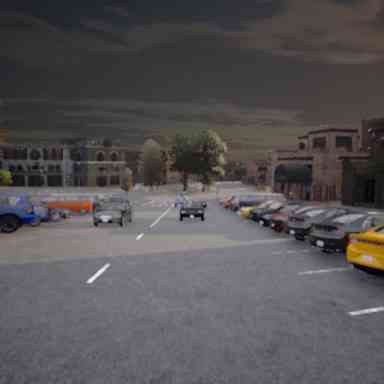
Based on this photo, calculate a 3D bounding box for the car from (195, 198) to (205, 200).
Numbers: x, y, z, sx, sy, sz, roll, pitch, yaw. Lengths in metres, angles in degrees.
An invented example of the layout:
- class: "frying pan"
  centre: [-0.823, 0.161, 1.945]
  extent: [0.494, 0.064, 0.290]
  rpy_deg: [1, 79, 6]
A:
- class: "car"
  centre: [0.927, 1.441, 42.417]
  extent: [1.895, 1.301, 4.718]
  rpy_deg: [0, 0, 1]

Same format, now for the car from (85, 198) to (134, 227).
- class: "car"
  centre: [-5.117, 1.403, 22.115]
  extent: [2.128, 1.511, 4.902]
  rpy_deg: [0, 0, 0]

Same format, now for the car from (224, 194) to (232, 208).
- class: "car"
  centre: [6.190, 1.205, 35.005]
  extent: [4.553, 1.767, 2.185]
  rpy_deg: [1, 0, -21]

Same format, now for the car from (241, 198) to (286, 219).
- class: "car"
  centre: [6.331, 1.371, 23.247]
  extent: [5.008, 1.535, 2.097]
  rpy_deg: [1, 0, -20]

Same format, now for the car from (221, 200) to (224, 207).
- class: "car"
  centre: [6.213, 1.351, 37.975]
  extent: [4.792, 1.488, 2.163]
  rpy_deg: [1, 0, -21]

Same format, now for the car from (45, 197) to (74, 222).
- class: "car"
  centre: [-11.329, 1.410, 24.037]
  extent: [4.892, 1.521, 2.231]
  rpy_deg: [-1, 0, -19]

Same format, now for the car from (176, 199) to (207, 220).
- class: "car"
  centre: [0.018, 1.494, 26.627]
  extent: [1.895, 1.301, 4.718]
  rpy_deg: [0, 0, 1]

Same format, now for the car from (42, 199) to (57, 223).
- class: "car"
  centre: [-11.387, 1.448, 21.017]
  extent: [4.792, 1.488, 2.163]
  rpy_deg: [-1, 0, -19]

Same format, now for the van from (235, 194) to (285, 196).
- class: "van"
  centre: [6.389, 1.127, 29.161]
  extent: [4.442, 1.987, 1.878]
  rpy_deg: [1, 0, -20]

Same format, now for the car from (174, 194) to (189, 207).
- class: "car"
  centre: [-1.613, 1.371, 48.450]
  extent: [2.033, 1.411, 5.357]
  rpy_deg: [0, 0, -1]

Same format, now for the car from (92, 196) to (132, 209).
- class: "car"
  centre: [-10.870, 1.345, 45.044]
  extent: [5.008, 1.535, 2.097]
  rpy_deg: [-1, 0, -19]

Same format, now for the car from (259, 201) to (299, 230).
- class: "car"
  centre: [6.368, 1.391, 17.374]
  extent: [5.008, 1.535, 2.097]
  rpy_deg: [1, 0, -20]

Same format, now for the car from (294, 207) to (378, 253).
- class: "car"
  centre: [6.380, 1.412, 11.507]
  extent: [4.892, 1.521, 2.231]
  rpy_deg: [1, 0, -20]

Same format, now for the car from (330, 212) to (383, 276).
- class: "car"
  centre: [6.393, 1.421, 8.570]
  extent: [5.008, 1.535, 2.097]
  rpy_deg: [1, 0, -20]

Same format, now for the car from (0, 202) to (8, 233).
- class: "car"
  centre: [-11.413, 1.438, 14.998]
  extent: [4.892, 1.521, 2.231]
  rpy_deg: [-1, 0, -20]

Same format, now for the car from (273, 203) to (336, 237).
- class: "car"
  centre: [6.371, 1.402, 14.440]
  extent: [4.892, 1.521, 2.231]
  rpy_deg: [1, 0, -20]

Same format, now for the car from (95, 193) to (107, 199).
- class: "car"
  centre: [-11.117, 1.256, 33.056]
  extent: [4.553, 1.767, 2.185]
  rpy_deg: [-1, 0, -19]

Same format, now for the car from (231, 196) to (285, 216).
- class: "car"
  centre: [6.126, 1.356, 26.118]
  extent: [5.366, 1.575, 1.946]
  rpy_deg: [1, 0, -20]

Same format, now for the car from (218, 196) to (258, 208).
- class: "car"
  centre: [6.092, 1.330, 43.850]
  extent: [4.792, 1.488, 2.163]
  rpy_deg: [1, 0, -21]

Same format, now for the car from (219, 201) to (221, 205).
- class: "car"
  centre: [6.125, 1.185, 40.905]
  extent: [4.553, 1.767, 2.185]
  rpy_deg: [1, 0, -21]

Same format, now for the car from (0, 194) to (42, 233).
- class: "car"
  centre: [-11.425, 1.177, 18.001]
  extent: [5.566, 2.045, 2.435]
  rpy_deg: [-1, 0, -19]

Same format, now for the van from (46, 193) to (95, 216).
- class: "van"
  centre: [-11.322, 1.167, 30.003]
  extent: [4.442, 1.987, 1.878]
  rpy_deg: [-1, 0, -19]

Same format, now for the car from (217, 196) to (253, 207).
- class: "car"
  centre: [6.084, 1.331, 46.813]
  extent: [4.674, 1.452, 2.002]
  rpy_deg: [1, 0, -21]

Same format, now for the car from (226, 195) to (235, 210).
- class: "car"
  centre: [6.256, 1.341, 32.062]
  extent: [5.008, 1.535, 2.097]
  rpy_deg: [1, 0, -21]

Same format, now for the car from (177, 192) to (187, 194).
- class: "car"
  centre: [-1.772, 0.959, 58.603]
  extent: [2.150, 2.045, 5.566]
  rpy_deg: [0, 1, -1]

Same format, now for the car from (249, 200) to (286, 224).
- class: "car"
  centre: [6.315, 1.411, 20.302]
  extent: [4.792, 1.488, 2.163]
  rpy_deg: [1, 0, -20]

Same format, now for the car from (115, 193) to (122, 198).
- class: "car"
  centre: [-10.988, 1.112, 39.061]
  extent: [5.566, 2.045, 2.435]
  rpy_deg: [-1, 0, -19]

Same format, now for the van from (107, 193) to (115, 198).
- class: "van"
  centre: [-10.973, 1.145, 36.091]
  extent: [4.442, 1.987, 1.878]
  rpy_deg: [-1, 0, -19]

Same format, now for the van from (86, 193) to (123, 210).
- class: "van"
  centre: [-11.056, 1.130, 42.006]
  extent: [4.442, 1.987, 1.878]
  rpy_deg: [-1, 0, -19]
